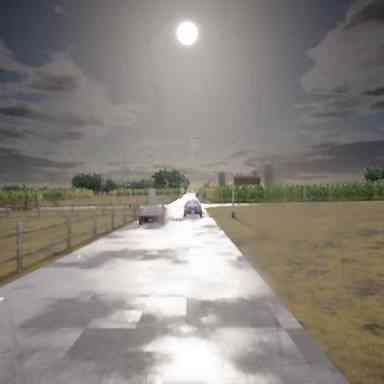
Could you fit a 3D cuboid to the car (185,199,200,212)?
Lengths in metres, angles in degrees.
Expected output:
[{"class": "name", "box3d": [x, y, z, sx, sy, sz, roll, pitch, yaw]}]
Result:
[{"class": "car", "box3d": [0.067, 1.793, 45.244, 1.882, 1.535, 5.008, 0, 0, 0]}]

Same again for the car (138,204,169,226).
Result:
[{"class": "car", "box3d": [-2.845, 1.664, 25.243, 1.882, 1.535, 5.008, 0, 0, 0]}]

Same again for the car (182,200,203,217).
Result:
[{"class": "car", "box3d": [0.087, 1.769, 34.169, 1.812, 1.442, 4.674, 0, 0, 0]}]
